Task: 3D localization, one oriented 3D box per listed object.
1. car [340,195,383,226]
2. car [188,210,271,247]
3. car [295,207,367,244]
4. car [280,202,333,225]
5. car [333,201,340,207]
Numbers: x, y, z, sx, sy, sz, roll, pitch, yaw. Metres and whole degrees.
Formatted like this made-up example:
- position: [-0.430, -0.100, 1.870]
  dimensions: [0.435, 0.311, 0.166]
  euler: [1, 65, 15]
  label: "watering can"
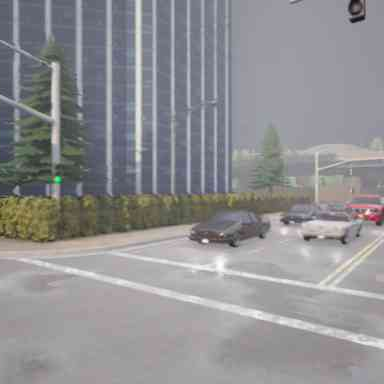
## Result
- position: [12.518, 1.224, 23.734]
  dimensions: [2.150, 2.045, 5.566]
  euler: [0, 0, 36]
  label: "car"
- position: [1.986, 1.554, 15.426]
  dimensions: [2.033, 1.411, 5.357]
  euler: [0, 0, 34]
  label: "car"
- position: [6.805, 1.604, 16.001]
  dimensions: [1.895, 1.301, 4.718]
  euler: [0, 0, 36]
  label: "car"
- position: [7.998, 1.553, 23.510]
  dimensions: [2.033, 1.411, 5.357]
  euler: [0, 0, 36]
  label: "car"
- position: [13.826, 1.569, 31.366]
  dimensions: [1.994, 1.385, 4.181]
  euler: [0, 0, 36]
  label: "car"
